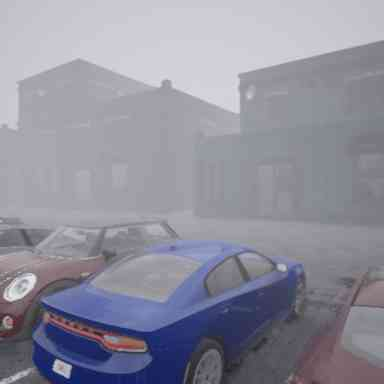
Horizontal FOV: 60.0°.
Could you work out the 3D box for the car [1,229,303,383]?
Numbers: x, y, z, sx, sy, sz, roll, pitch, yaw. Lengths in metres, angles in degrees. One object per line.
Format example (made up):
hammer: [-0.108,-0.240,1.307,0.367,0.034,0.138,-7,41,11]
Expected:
car: [0.228,1.481,5.101,2.097,1.535,5.008,0,0,36]

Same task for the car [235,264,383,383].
car: [2.472,1.521,3.503,2.002,1.452,4.674,0,0,36]

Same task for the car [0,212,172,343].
car: [-1.995,1.360,6.733,2.185,1.767,4.553,0,0,36]
